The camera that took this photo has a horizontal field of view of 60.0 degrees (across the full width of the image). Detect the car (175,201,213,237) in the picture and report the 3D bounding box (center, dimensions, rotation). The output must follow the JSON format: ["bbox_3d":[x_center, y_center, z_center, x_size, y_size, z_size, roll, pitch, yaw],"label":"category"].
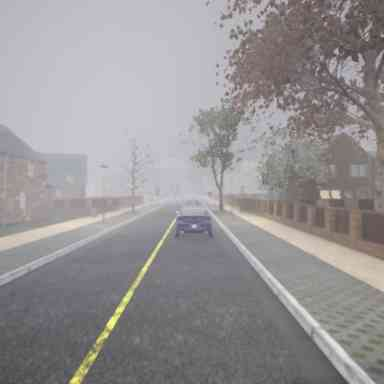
[{"bbox_3d":[0.105,1.472,18.188,1.882,1.535,5.008,0,0,0],"label":"car"}]
